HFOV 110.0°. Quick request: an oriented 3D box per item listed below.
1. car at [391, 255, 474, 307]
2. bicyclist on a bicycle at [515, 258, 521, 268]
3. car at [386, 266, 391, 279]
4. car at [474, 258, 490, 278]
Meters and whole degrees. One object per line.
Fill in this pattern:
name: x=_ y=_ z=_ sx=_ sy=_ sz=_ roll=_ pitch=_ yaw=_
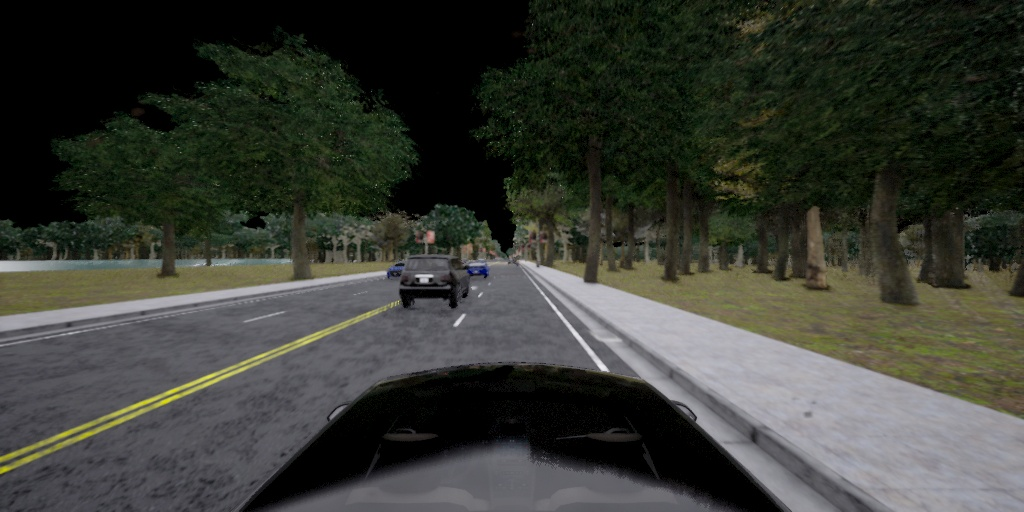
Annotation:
car: x=-3.147 y=0.969 z=15.543 sx=2.150 sy=2.045 sz=5.566 roll=0 pitch=0 yaw=0
bicyclist on a bicycle: x=0.899 y=1.202 z=53.993 sx=0.866 sy=1.612 sz=1.509 roll=0 pitch=0 yaw=0
car: x=-9.834 y=1.231 z=32.668 sx=1.882 sy=1.535 sz=5.008 roll=0 pitch=0 yaw=0
car: x=-3.143 y=1.231 z=33.849 sx=1.882 sy=1.535 sz=5.008 roll=0 pitch=0 yaw=0
